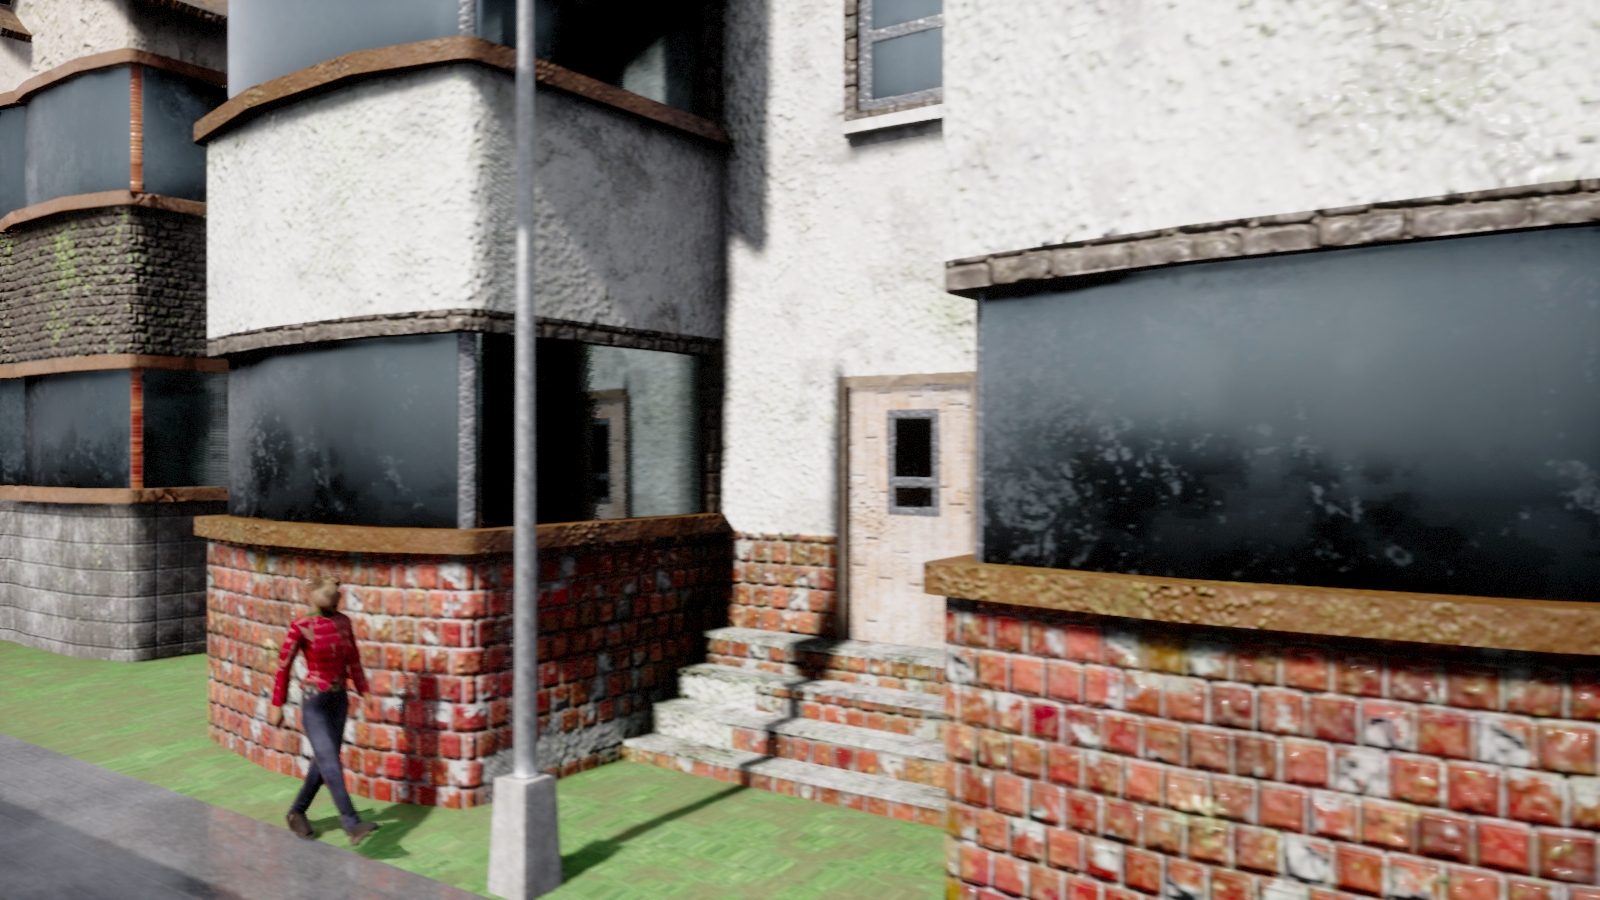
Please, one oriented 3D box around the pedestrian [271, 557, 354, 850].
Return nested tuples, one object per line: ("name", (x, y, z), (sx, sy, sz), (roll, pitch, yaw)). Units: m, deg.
("pedestrian", (-3.292, 1.679, 7.715), (0.375, 1.860, 0.375), (0, 0, 37))
